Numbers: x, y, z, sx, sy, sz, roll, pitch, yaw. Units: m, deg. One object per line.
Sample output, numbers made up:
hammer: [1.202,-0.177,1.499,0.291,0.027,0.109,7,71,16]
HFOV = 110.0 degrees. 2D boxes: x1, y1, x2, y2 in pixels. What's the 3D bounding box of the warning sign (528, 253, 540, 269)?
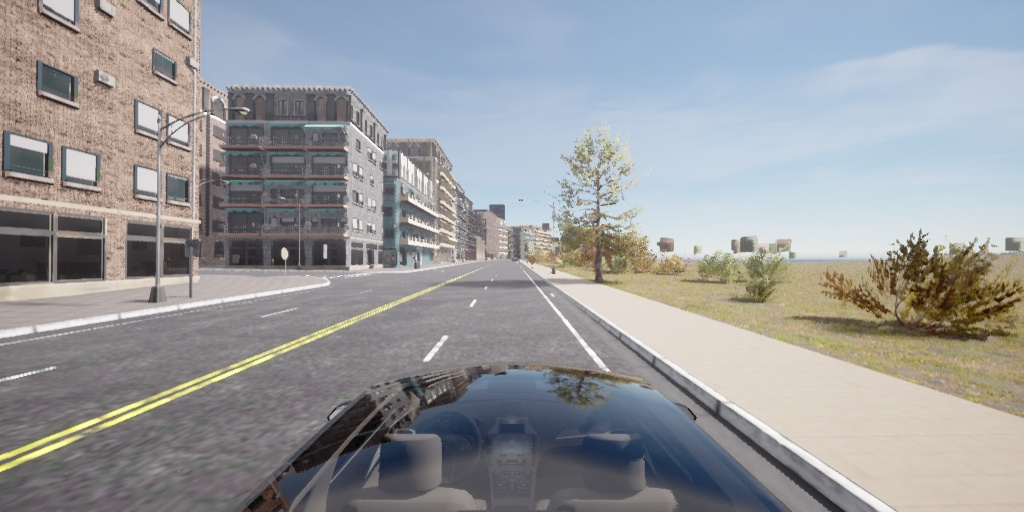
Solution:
warning sign: [2.850,0.865,50.265,1.300,1.860,1.060,0,0,0]
